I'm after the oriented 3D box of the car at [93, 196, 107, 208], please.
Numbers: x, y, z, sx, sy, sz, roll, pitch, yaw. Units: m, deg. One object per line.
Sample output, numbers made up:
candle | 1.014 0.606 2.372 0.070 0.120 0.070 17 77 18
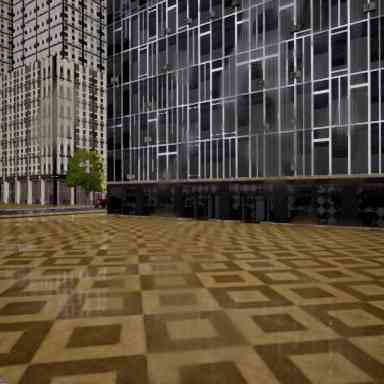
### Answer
car | -13.459 1.492 53.387 2.192 1.841 5.009 -1 -1 35
